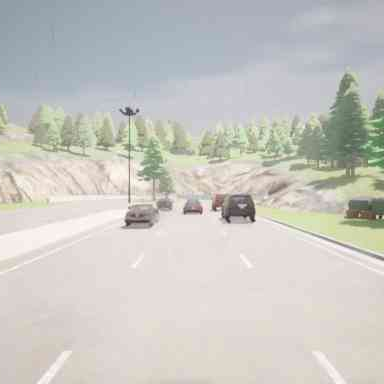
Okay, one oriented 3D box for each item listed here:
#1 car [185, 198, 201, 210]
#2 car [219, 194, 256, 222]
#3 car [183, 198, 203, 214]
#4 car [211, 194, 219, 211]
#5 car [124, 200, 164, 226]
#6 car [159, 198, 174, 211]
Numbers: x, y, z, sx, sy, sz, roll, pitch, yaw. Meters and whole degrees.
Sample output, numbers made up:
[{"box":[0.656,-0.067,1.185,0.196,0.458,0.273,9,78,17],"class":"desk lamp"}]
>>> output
[{"box":[0.157,1.546,44.108,2.033,1.411,5.357,0,0,1],"class":"car"},{"box":[3.600,1.217,26.313,2.150,2.045,5.566,0,-1,1],"class":"car"},{"box":[0.107,1.563,34.850,1.994,1.385,4.181,0,0,0],"class":"car"},{"box":[3.627,1.220,40.851,2.150,2.045,5.566,0,0,0],"class":"car"},{"box":[-3.394,1.547,23.191,2.033,1.411,5.357,0,0,0],"class":"car"},{"box":[-3.364,1.504,41.552,1.837,1.490,4.892,0,0,1],"class":"car"}]
